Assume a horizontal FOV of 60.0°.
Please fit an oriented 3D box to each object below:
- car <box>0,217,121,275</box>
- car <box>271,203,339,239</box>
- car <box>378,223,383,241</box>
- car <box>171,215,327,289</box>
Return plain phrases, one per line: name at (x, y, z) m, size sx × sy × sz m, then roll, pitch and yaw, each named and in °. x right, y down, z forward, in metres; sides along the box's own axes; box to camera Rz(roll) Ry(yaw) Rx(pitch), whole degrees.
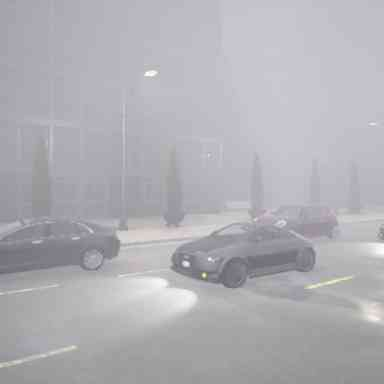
car at (-4.466, 1.504, 9.407) m, size 4.892 × 1.490 × 1.837 m, roll 0°, pitch 0°, yaw -34°
car at (4.855, 1.352, 15.674) m, size 4.553 × 1.767 × 2.097 m, roll 0°, pitch 0°, yaw -34°
car at (10.357, 1.563, 15.164) m, size 4.181 × 1.385 × 1.994 m, roll 0°, pitch 0°, yaw -34°
car at (1.509, 1.564, 9.203) m, size 4.181 × 1.385 × 1.994 m, roll 0°, pitch 0°, yaw -34°
